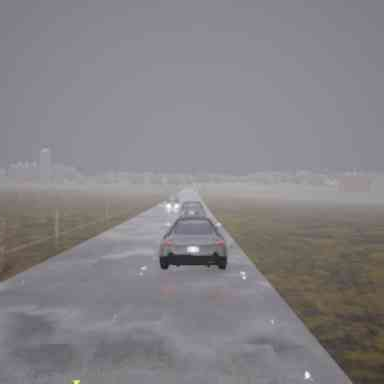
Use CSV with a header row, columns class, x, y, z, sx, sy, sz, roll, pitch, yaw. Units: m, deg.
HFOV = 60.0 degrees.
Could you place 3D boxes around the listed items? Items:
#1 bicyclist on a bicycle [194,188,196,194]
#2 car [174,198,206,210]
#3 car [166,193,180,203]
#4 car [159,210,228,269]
class,x,y,z,sx,sy,sz,roll,pitch,yaw
bicyclist on a bicycle,0.786,-0.127,90.202,0.659,1.776,1.843,0,2,0
car,0.021,1.358,24.334,2.033,1.411,5.357,0,1,0
car,-2.874,0.895,50.867,2.128,1.511,4.902,0,1,0
car,0.048,1.496,10.897,1.994,1.385,4.181,0,0,0
